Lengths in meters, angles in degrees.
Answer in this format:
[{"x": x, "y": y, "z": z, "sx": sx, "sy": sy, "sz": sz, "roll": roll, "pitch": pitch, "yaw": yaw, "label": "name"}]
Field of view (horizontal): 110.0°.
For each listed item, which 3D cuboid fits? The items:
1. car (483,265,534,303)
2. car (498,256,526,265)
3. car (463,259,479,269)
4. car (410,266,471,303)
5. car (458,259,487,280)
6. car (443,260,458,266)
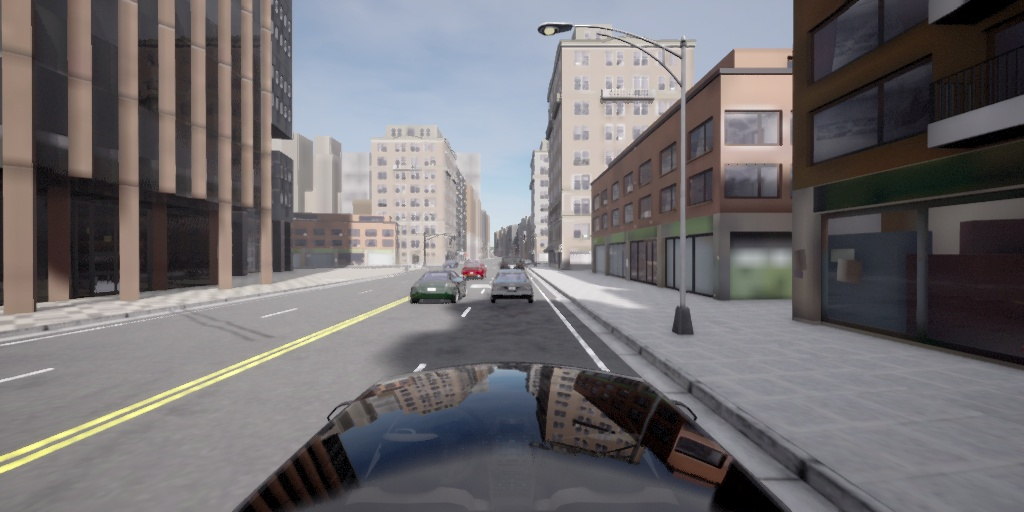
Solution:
[{"x": 0.000, "y": 1.309, "z": 16.501, "sx": 2.033, "sy": 1.411, "sz": 5.357, "roll": 0, "pitch": 0, "yaw": 0, "label": "car"}, {"x": 0.000, "y": 0.996, "z": 31.530, "sx": 2.150, "sy": 2.045, "sz": 5.566, "roll": 0, "pitch": 0, "yaw": 0, "label": "car"}, {"x": -6.500, "y": 1.237, "z": 57.500, "sx": 2.128, "sy": 1.511, "sz": 4.902, "roll": 0, "pitch": 0, "yaw": 0, "label": "car"}, {"x": -3.250, "y": 1.318, "z": 16.501, "sx": 1.994, "sy": 1.385, "sz": 4.181, "roll": 0, "pitch": 0, "yaw": 0, "label": "car"}, {"x": -3.250, "y": 1.224, "z": 31.500, "sx": 1.882, "sy": 1.535, "sz": 5.008, "roll": 0, "pitch": 0, "yaw": 0, "label": "car"}, {"x": -9.750, "y": 1.318, "z": 57.500, "sx": 2.033, "sy": 1.411, "sz": 5.357, "roll": 0, "pitch": 0, "yaw": 0, "label": "car"}]
